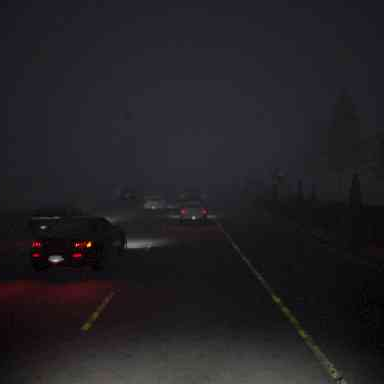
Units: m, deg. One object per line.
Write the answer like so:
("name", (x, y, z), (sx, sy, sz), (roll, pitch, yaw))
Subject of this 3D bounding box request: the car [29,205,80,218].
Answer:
("car", (-6.894, 1.423, 17.793), (2.128, 1.511, 4.902), (0, 0, 0))

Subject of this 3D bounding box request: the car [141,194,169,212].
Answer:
("car", (-3.390, 1.026, 31.735), (1.812, 1.442, 4.674), (0, 3, 0))

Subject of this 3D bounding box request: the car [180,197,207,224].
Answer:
("car", (0.108, 1.376, 23.587), (1.812, 1.442, 4.674), (0, 1, 0))

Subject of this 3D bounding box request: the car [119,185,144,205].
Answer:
("car", (-6.901, 0.236, 38.281), (2.150, 2.045, 5.566), (0, 5, 0))

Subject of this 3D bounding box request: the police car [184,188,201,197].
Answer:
("police car", (0.085, 0.230, 41.306), (2.038, 1.542, 4.974), (0, 6, 0))

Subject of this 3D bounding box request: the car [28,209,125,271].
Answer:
("car", (-3.396, 1.486, 10.597), (1.812, 1.442, 4.674), (0, 0, 0))
